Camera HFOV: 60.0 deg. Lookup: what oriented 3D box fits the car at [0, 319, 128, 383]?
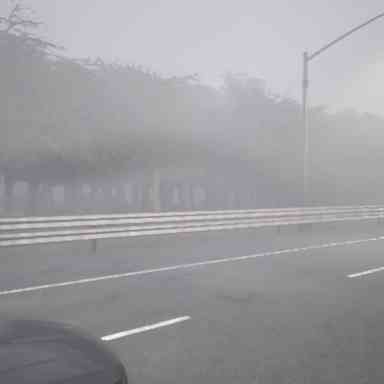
[{"bbox_3d":[-2.722,1.494,1.778,4.892,1.490,1.837,0,0,-36],"label":"car"}]
